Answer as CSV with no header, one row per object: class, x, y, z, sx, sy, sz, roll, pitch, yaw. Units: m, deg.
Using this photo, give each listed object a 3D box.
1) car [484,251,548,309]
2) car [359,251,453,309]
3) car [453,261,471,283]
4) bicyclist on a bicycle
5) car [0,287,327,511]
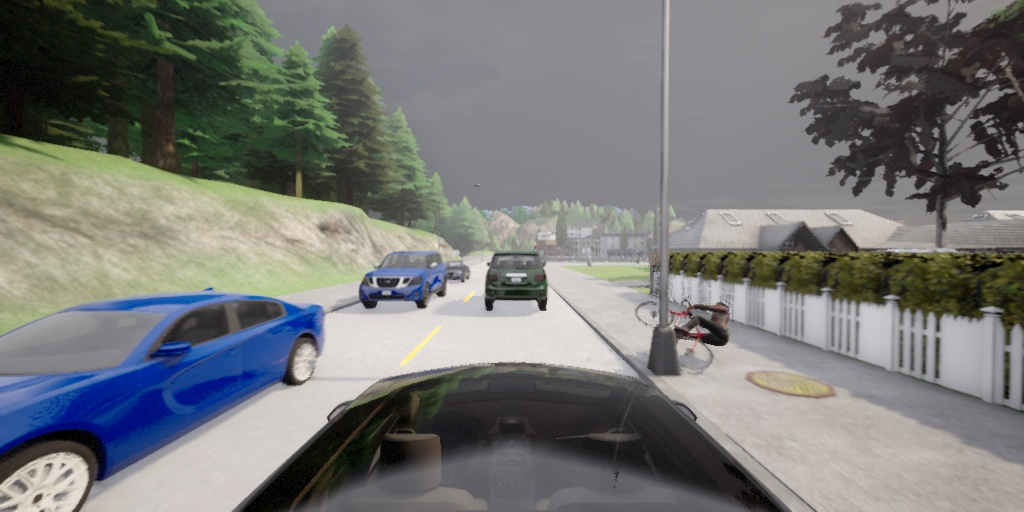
car,0.153,0.813,14.020,2.150,2.045,5.566,0,1,0
car,-4.035,0.801,14.342,2.150,2.045,5.566,0,1,0
car,-3.958,1.016,24.256,1.994,1.385,4.181,0,1,1
bicyclist on a bicycle,3.204,1.220,6.324,1.620,0.582,1.656,-14,34,-11
car,-4.094,1.191,4.031,1.882,1.535,5.008,0,1,0
